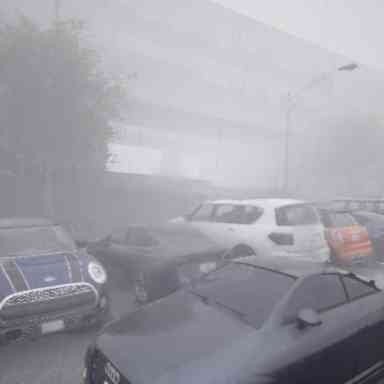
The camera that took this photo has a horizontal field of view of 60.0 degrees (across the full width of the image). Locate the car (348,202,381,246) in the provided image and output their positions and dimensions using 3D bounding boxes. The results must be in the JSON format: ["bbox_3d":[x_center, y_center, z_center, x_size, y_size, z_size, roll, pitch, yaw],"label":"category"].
[{"bbox_3d":[3.544,1.324,11.458,2.185,1.767,4.553,0,0,-36],"label":"car"}]

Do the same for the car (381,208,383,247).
[{"bbox_3d":[5.782,1.470,13.127,2.163,1.488,4.792,0,0,-35],"label":"car"}]

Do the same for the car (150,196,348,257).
[{"bbox_3d":[1.234,1.207,9.882,2.435,2.045,5.566,0,0,-35],"label":"car"}]

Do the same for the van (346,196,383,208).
[{"bbox_3d":[8.006,1.205,14.823,1.878,1.987,4.442,0,0,-36],"label":"van"}]

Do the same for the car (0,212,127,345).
[{"bbox_3d":[-3.315,1.351,6.641,2.185,1.767,4.553,0,0,-36],"label":"car"}]

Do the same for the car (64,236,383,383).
[{"bbox_3d":[0.912,1.554,4.028,4.181,1.385,1.994,0,0,-36],"label":"car"}]
